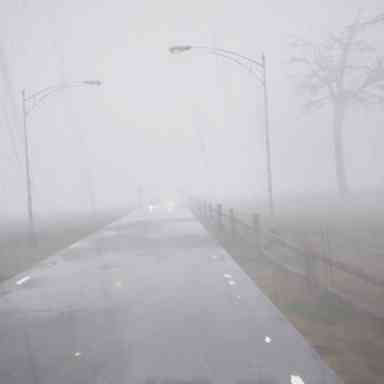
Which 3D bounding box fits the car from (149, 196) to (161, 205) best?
[{"bbox_3d":[-6.119,1.352,55.324,2.128,1.511,4.902,-3,1,-3],"label":"car"}]
